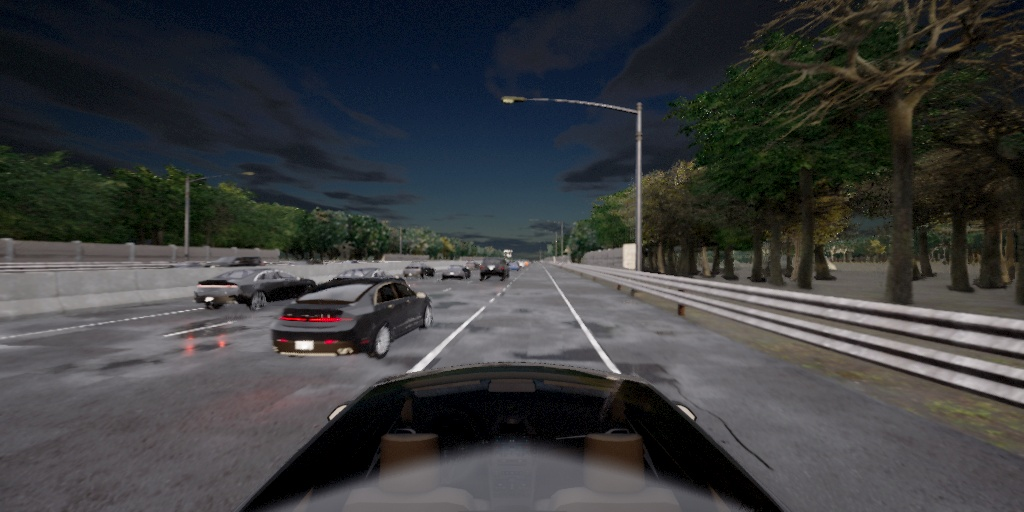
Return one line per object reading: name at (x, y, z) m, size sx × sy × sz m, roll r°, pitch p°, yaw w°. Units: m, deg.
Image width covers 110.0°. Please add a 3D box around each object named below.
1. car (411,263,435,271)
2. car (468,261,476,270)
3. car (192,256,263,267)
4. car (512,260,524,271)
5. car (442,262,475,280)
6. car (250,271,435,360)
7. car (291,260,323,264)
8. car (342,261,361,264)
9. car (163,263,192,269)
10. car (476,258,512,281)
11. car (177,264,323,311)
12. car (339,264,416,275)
car at (-8.514, 1.390, 33.204) m, size 2.128 × 1.511 × 4.902 m, roll 0°, pitch 0°, yaw 4°
car at (-6.596, 1.608, 59.195) m, size 2.128 × 1.511 × 4.902 m, roll 0°, pitch -1°, yaw 4°
car at (-26.100, 0.986, 33.663) m, size 2.150 × 2.045 × 5.566 m, roll 0°, pitch -1°, yaw 5°
car at (0.386, 1.715, 58.672) m, size 2.033 × 1.411 × 5.357 m, roll 0°, pitch -1°, yaw 4°
car at (-5.024, 1.488, 32.932) m, size 1.994 × 1.385 × 4.181 m, roll 0°, pitch 0°, yaw 4°
car at (-3.322, 1.276, 8.466) m, size 1.837 × 1.490 × 4.892 m, roll 0°, pitch 0°, yaw 4°
car at (-19.161, 1.162, 32.660) m, size 2.097 × 1.767 × 4.553 m, roll 0°, pitch 0°, yaw 4°
car at (-24.503, 1.455, 54.369) m, size 1.812 × 1.442 × 4.674 m, roll 0°, pitch -1°, yaw 4°
car at (-29.674, 1.293, 32.791) m, size 1.994 × 1.385 × 4.181 m, roll 0°, pitch 0°, yaw 5°
car at (-1.529, 1.172, 32.736) m, size 2.150 × 2.045 × 5.566 m, roll 0°, pitch 0°, yaw 4°
car at (-9.904, 1.250, 14.366) m, size 2.128 × 1.511 × 4.902 m, roll 0°, pitch 0°, yaw 4°
car at (-6.281, 1.289, 15.902) m, size 2.128 × 1.511 × 4.902 m, roll 0°, pitch 0°, yaw 4°
